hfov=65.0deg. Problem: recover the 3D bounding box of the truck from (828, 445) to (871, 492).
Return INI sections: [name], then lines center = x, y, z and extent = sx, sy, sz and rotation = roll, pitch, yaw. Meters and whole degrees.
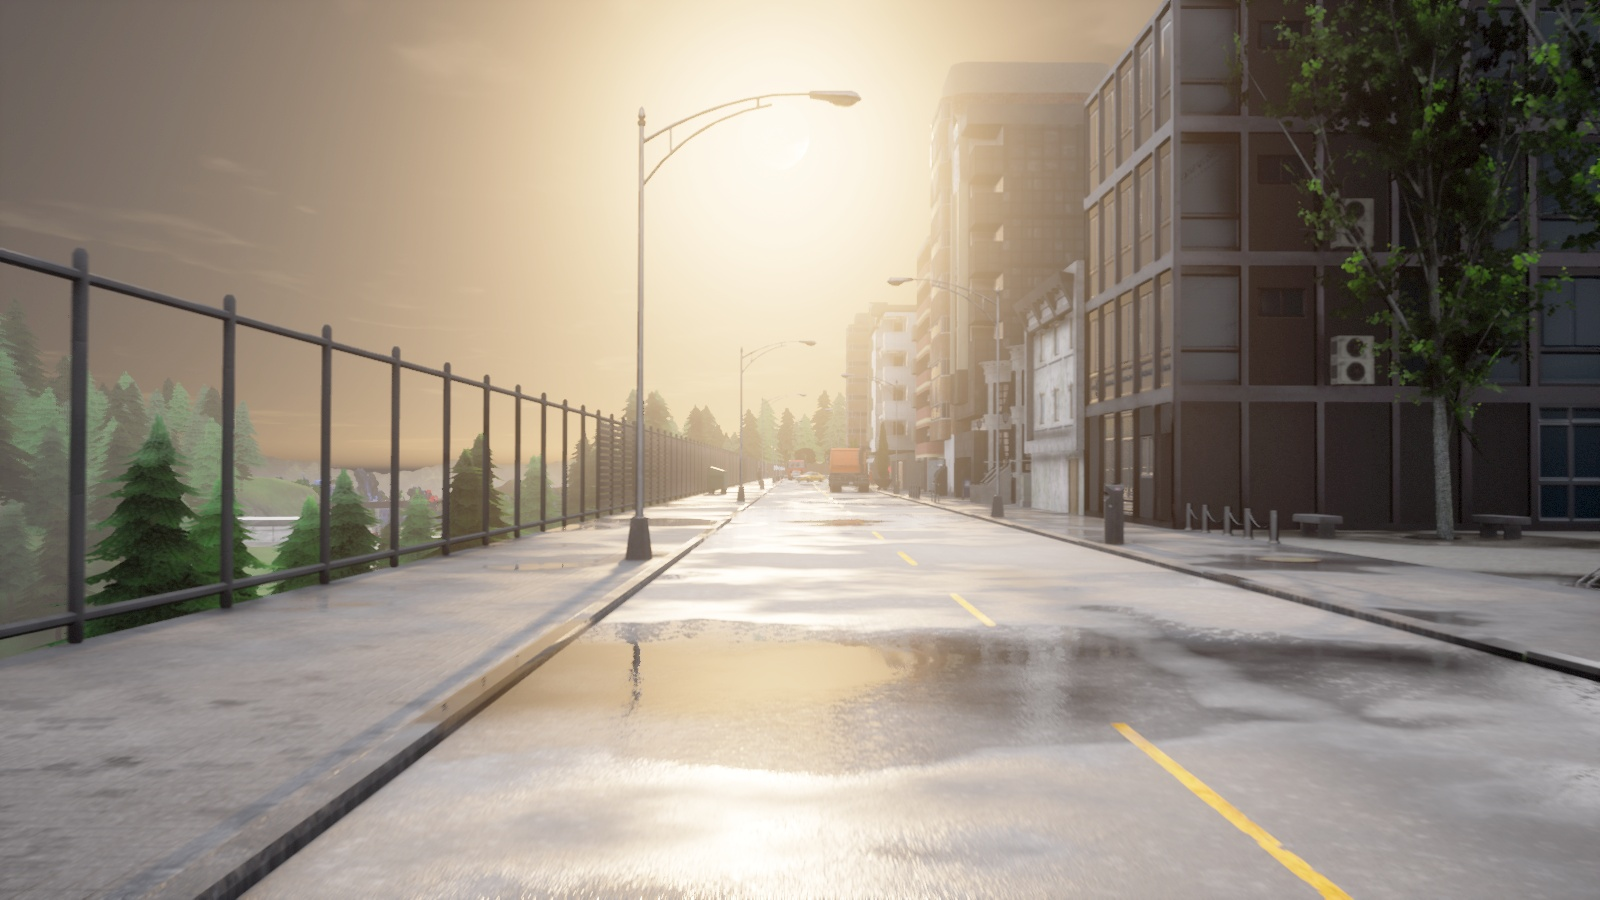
[truck]
center = 3.726, 1.423, 95.901
extent = 2.891, 3.462, 7.936
rotation = 0, -1, 0
